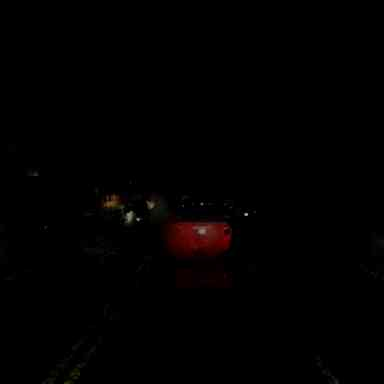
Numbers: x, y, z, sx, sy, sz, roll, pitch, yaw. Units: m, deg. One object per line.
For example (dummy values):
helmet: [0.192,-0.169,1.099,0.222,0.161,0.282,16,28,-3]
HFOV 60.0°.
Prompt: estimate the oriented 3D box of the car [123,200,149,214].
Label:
car: [-5.701,1.501,34.414,2.033,1.411,5.357,0,0,2]

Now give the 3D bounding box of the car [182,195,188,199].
car: [-1.257,1.384,74.147,1.812,1.442,4.674,0,0,2]

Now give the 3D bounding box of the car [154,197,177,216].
car: [-2.487,1.525,33.047,2.033,1.411,5.357,0,0,2]

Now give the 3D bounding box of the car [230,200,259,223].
car: [4.022,1.592,26.205,1.994,1.385,4.181,0,0,2]

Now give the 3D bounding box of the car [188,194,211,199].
car: [0.977,1.225,33.309,2.150,2.045,5.566,0,0,2]

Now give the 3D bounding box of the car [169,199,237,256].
car: [0.425,1.355,13.331,2.097,1.767,4.553,0,0,2]

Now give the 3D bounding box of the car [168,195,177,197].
car: [-4.477,1.286,75.238,1.895,1.301,4.718,0,0,2]
